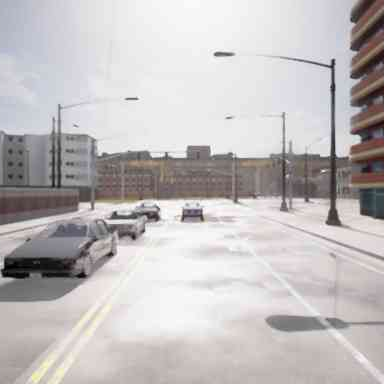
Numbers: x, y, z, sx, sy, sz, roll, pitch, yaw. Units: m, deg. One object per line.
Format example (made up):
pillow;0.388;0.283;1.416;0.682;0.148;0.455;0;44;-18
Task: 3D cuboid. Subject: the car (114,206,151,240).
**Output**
car;-3.511;1.591;17.145;1.895;1.301;4.718;0;0;0

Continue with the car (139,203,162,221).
car;-3.535;1.548;26.760;1.994;1.385;4.181;0;0;0

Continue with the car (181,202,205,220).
car;0.058;1.531;27.631;2.033;1.411;5.357;0;0;0

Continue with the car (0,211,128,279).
car;-3.604;1.542;10.324;2.033;1.411;5.357;0;0;0
